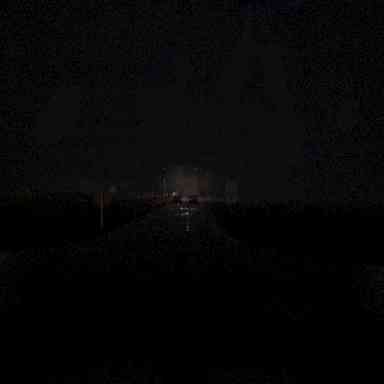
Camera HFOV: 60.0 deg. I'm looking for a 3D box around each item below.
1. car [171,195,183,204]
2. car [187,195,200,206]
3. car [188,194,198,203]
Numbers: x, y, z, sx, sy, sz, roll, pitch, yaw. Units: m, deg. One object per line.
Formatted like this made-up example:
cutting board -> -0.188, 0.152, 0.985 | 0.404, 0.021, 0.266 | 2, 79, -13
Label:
car -> -2.527, 1.291, 57.810 | 1.882, 1.535, 5.008 | 0, 1, 0
car -> 0.203, 1.396, 52.772 | 1.812, 1.442, 4.674 | 0, 1, 0
car -> 0.243, 1.248, 62.806 | 1.837, 1.490, 4.892 | 0, 1, 0
